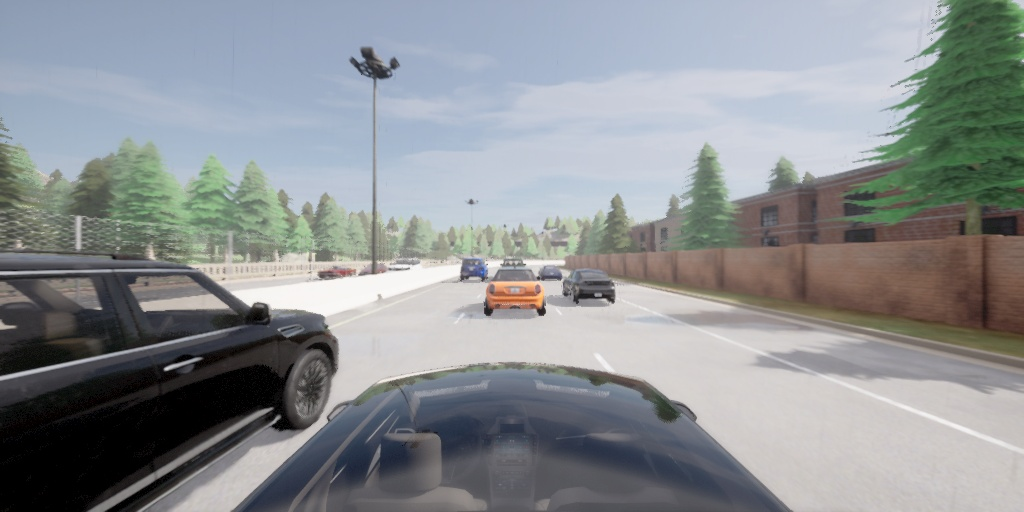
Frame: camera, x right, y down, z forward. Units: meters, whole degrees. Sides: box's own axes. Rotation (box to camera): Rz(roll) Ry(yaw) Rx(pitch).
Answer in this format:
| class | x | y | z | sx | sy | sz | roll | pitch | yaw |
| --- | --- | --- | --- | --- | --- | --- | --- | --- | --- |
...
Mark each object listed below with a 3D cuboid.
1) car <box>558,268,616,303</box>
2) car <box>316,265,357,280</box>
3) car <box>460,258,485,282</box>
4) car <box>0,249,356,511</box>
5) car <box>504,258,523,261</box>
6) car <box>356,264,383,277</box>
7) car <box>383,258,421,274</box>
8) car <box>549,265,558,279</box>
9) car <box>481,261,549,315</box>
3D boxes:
| class | x | y | z | sx | sy | sz | roll | pitch | yaw |
| --- | --- | --- | --- | --- | --- | --- | --- | --- | --- |
| car | 3.607 | 1.383 | 17.426 | 1.837 | 1.490 | 4.892 | 0 | 0 | 0 |
| car | -17.576 | 1.628 | 36.198 | 1.895 | 1.301 | 4.718 | 0 | 0 | 0 |
| car | -3.387 | 1.222 | 32.719 | 2.150 | 2.045 | 5.566 | 0 | 0 | 0 |
| car | -3.397 | 0.979 | 2.473 | 2.150 | 2.045 | 5.566 | 0 | 0 | 0 |
| car | 0.112 | 1.220 | 32.460 | 2.150 | 2.045 | 5.566 | 0 | 0 | 0 |
| car | -14.072 | 1.560 | 37.082 | 1.812 | 1.442 | 4.674 | 0 | 0 | 0 |
| car | -10.580 | 1.245 | 35.712 | 2.150 | 2.045 | 5.566 | 0 | 0 | 0 |
| car | 3.613 | 1.579 | 34.637 | 1.994 | 1.385 | 4.181 | 0 | 0 | 0 |
| car | 0.105 | 1.202 | 14.239 | 2.097 | 1.767 | 4.553 | 0 | -1 | 0 |
